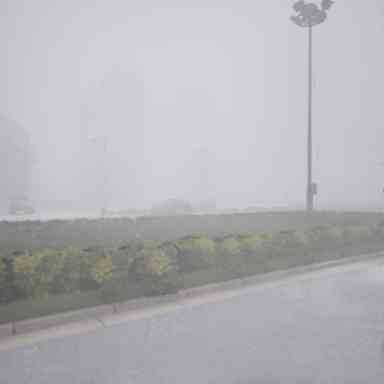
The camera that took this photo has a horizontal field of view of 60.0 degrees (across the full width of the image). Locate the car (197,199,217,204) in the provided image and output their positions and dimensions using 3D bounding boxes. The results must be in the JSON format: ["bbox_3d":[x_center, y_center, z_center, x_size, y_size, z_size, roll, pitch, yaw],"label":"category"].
[{"bbox_3d":[1.670,1.785,49.093,2.242,1.667,4.611,1,0,-36],"label":"car"}]

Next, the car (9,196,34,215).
[{"bbox_3d":[-17.925,1.369,34.886,1.905,1.878,3.866,1,0,-36],"label":"car"}]

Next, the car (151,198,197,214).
[{"bbox_3d":[-1.896,1.472,30.137,1.932,1.855,4.605,1,0,-36],"label":"car"}]
